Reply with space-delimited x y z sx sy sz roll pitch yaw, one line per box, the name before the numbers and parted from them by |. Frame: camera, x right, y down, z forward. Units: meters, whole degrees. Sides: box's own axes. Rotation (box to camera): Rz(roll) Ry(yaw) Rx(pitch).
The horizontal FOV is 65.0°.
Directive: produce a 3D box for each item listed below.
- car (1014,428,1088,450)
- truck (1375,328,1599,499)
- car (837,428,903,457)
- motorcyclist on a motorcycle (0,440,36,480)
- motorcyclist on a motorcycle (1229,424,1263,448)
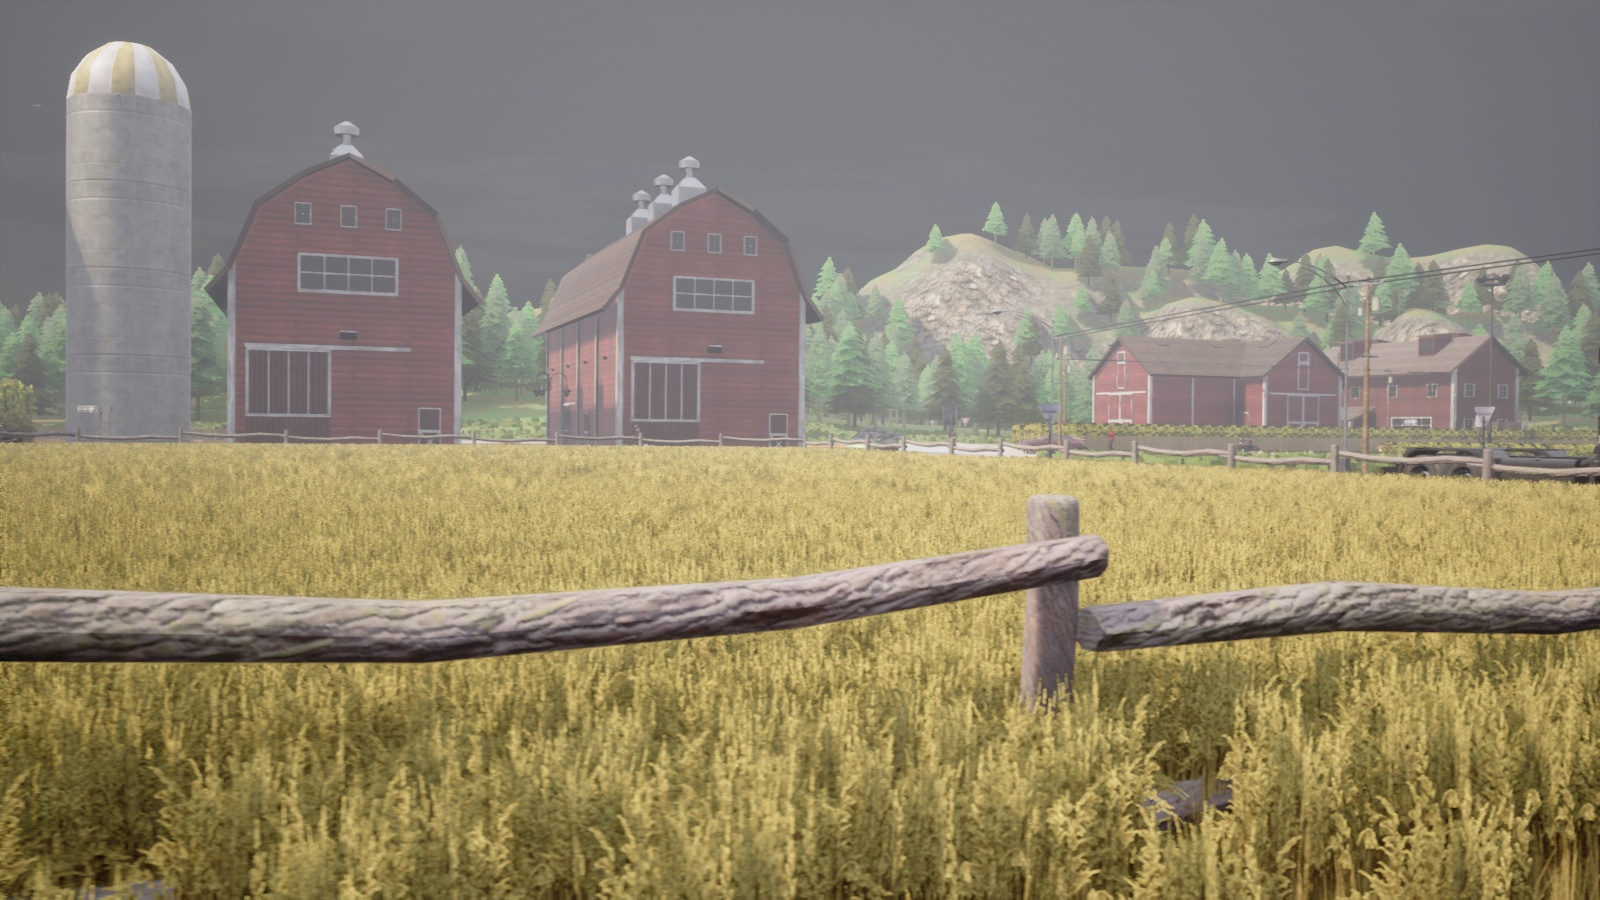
car | 17.118 -0.751 85.658 4.674 1.442 1.812 1 1 1
truck | 16.879 -0.780 27.619 2.891 3.462 7.936 -1 1 -21
car | 3.969 -0.433 70.248 2.007 1.525 4.514 0 1 27
motorcyclist on a motorcycle | -31.740 0.382 49.988 0.866 1.530 2.191 1 1 19
motorcyclist on a motorcycle | 31.910 -1.005 89.901 2.350 1.649 0.766 -1 1 -21
